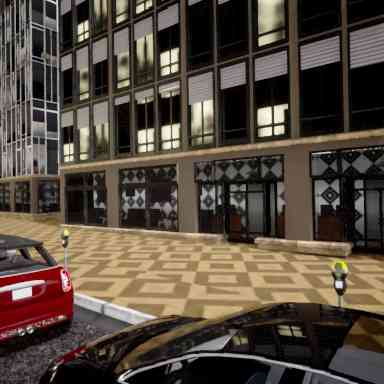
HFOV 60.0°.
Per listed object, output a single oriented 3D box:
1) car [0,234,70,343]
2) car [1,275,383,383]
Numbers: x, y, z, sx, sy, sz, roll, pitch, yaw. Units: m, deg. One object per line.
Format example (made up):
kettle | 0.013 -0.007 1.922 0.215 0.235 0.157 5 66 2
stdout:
car | -3.911 1.441 5.819 4.097 1.590 1.967 0 -1 37
car | 0.663 1.566 2.439 4.313 1.339 1.947 0 -1 36
